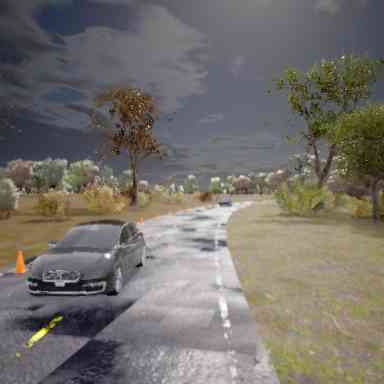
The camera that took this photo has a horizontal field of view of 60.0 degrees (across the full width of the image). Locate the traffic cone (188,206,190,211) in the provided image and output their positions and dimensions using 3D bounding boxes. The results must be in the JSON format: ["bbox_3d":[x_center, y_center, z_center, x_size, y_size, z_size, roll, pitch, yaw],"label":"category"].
[{"bbox_3d":[-0.463,2.189,44.706,0.340,0.580,0.340,0,0,12],"label":"traffic cone"}]

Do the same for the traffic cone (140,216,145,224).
[{"bbox_3d":[-3.712,2.079,24.732,0.340,0.580,0.340,0,0,7],"label":"traffic cone"}]

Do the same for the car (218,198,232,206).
[{"bbox_3d":[6.105,1.807,60.751,1.882,1.535,5.008,0,0,15],"label":"car"}]

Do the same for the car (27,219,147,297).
[{"bbox_3d":[-2.443,1.547,8.877,1.837,1.490,4.892,0,0,3],"label":"car"}]

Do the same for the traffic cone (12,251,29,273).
[{"bbox_3d":[-4.957,1.996,9.603,0.340,0.580,0.340,0,0,3],"label":"traffic cone"}]

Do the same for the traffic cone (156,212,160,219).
[{"bbox_3d":[-3.069,2.106,29.752,0.340,0.580,0.340,0,0,8],"label":"traffic cone"}]
